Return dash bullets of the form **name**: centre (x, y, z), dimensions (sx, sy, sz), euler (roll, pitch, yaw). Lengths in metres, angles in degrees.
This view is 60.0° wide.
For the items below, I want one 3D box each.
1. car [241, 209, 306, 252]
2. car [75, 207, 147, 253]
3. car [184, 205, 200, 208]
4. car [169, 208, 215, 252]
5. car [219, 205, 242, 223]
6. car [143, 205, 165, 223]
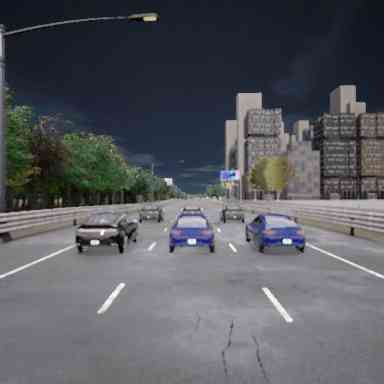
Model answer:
- **car**: centre (3.502, 1.665, 14.502), dimensions (1.812, 1.442, 4.674), euler (0, 0, 0)
- **car**: centre (-3.499, 1.631, 14.418), dimensions (2.128, 1.511, 4.902), euler (0, -1, 0)
- **car**: centre (0.001, 1.897, 29.432), dimensions (2.128, 1.511, 4.902), euler (0, -1, 0)
- **car**: centre (0.001, 1.665, 14.507), dimensions (1.812, 1.442, 4.674), euler (0, 0, 0)
- **car**: centre (3.500, 1.898, 29.438), dimensions (2.128, 1.511, 4.902), euler (0, -1, 0)
- **car**: centre (-3.500, 1.897, 29.430), dimensions (2.128, 1.511, 4.902), euler (0, -1, 0)
